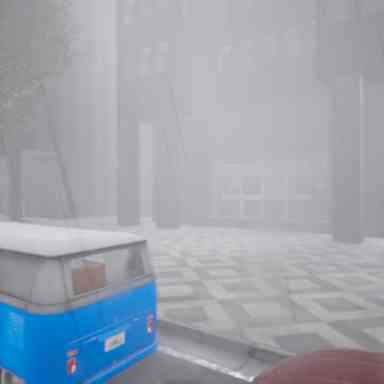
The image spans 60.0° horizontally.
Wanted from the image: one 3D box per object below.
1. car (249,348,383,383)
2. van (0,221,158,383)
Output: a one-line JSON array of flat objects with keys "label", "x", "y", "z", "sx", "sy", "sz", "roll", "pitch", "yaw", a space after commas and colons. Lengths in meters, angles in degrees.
[{"label": "car", "x": 2.281, "y": 1.530, "z": 1.371, "sx": 4.507, "sy": 1.381, "sz": 1.887, "roll": 0, "pitch": 0, "yaw": 35}, {"label": "van", "x": -2.334, "y": 1.351, "z": 4.576, "sx": 3.998, "sy": 1.788, "sz": 1.690, "roll": 0, "pitch": 0, "yaw": 35}]
